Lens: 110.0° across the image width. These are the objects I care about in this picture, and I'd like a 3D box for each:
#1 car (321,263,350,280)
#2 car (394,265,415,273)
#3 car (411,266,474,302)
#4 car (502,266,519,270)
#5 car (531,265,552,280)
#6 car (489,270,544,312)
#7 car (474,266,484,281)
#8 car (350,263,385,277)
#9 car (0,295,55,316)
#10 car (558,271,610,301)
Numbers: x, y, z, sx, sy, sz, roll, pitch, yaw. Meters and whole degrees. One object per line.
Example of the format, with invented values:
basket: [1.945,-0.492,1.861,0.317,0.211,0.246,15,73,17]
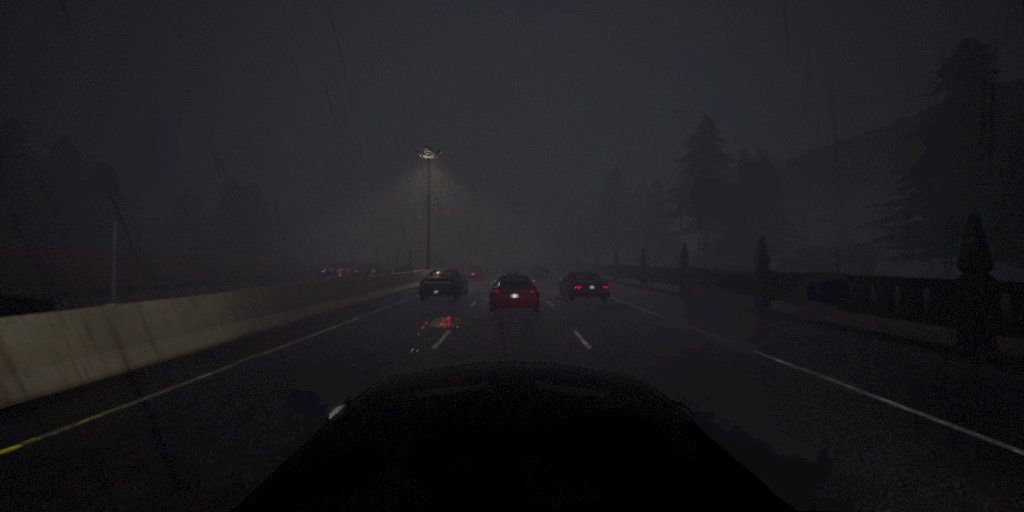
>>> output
car: [-18.277,1.521,37.843,2.097,1.767,4.553,0,-1,-6]
car: [-11.275,1.680,38.271,1.837,1.490,4.892,1,-1,-6]
car: [-3.400,1.435,18.452,2.128,1.511,4.902,0,-1,0]
car: [-0.127,1.662,33.133,2.033,1.411,5.357,0,-1,-3]
car: [3.028,1.691,37.517,1.812,1.442,4.674,0,-1,-5]
car: [0.099,1.470,15.214,1.994,1.385,4.181,0,-1,0]
car: [-3.885,1.713,36.158,1.994,1.385,4.181,0,-1,-5]
car: [-14.701,1.513,37.246,2.097,1.767,4.553,0,-1,-6]
car: [-10.600,1.286,5.568,2.128,1.511,4.902,0,-1,0]
car: [3.601,1.493,18.620,2.033,1.411,5.357,0,-1,0]
